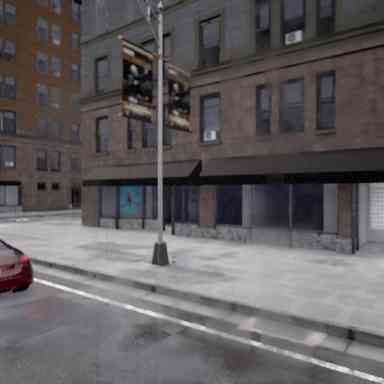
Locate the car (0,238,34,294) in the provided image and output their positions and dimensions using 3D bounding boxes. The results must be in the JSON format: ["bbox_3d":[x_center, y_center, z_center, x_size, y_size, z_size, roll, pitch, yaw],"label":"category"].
[{"bbox_3d":[-5.481,1.522,7.582,4.181,1.385,1.994,0,0,36],"label":"car"}]
